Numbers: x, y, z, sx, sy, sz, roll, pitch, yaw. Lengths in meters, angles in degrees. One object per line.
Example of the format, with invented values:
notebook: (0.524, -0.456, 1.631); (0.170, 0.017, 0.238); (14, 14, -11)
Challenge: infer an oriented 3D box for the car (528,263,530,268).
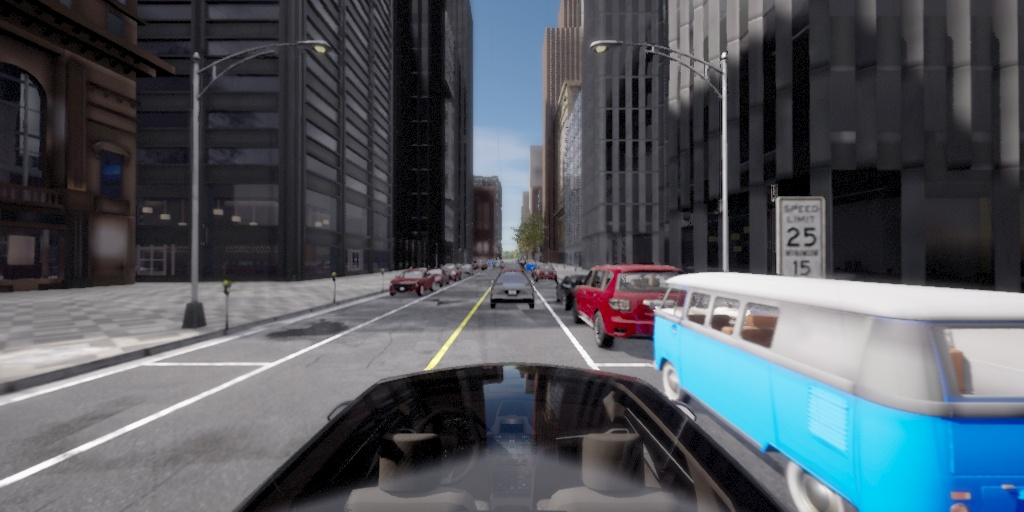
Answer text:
car: (2.903, 1.630, 37.551); (1.802, 1.307, 4.207); (0, 0, 0)

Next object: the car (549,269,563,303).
car: (2.875, 1.429, 14.991); (1.948, 1.339, 4.313); (0, 0, 0)

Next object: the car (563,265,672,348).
car: (2.867, 1.132, 9.351); (2.192, 1.841, 5.009); (0, 0, 0)

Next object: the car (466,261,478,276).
car: (-5.615, 1.643, 43.224); (2.007, 1.370, 4.403); (0, 0, 0)

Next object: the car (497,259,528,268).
car: (0.041, 1.344, 30.920); (2.097, 1.767, 4.553); (0, -1, 0)

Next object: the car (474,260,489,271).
car: (-5.593, 1.528, 60.144); (2.192, 1.841, 5.009); (0, 0, 0)

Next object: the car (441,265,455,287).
car: (-5.637, 1.538, 26.306); (1.802, 1.307, 4.207); (0, 0, 0)

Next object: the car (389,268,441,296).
car: (-5.644, 1.455, 20.667); (1.888, 1.381, 4.507); (0, 0, 0)

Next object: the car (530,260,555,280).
car: (2.896, 1.442, 31.910); (1.967, 1.591, 4.097); (0, 0, 0)

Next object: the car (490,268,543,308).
car: (0.019, 1.418, 15.838); (2.033, 1.411, 5.357); (0, 0, 0)

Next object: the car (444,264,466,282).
car: (-5.629, 1.442, 31.946); (1.967, 1.591, 4.097); (0, 0, 0)

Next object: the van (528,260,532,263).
van: (2.925, 1.517, 54.471); (1.690, 1.789, 3.998); (0, 0, 0)

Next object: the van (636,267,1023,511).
van: (2.860, 1.109, 3.710); (1.690, 1.789, 3.998); (0, 0, 0)
